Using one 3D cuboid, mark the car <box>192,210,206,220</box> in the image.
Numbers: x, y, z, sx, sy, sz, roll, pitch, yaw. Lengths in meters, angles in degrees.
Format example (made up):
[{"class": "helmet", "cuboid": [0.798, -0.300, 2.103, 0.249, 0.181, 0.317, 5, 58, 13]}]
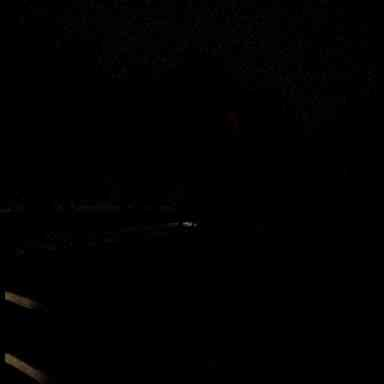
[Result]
[{"class": "car", "cuboid": [1.817, 2.346, 34.160, 1.812, 1.442, 4.674, 1, -1, 36]}]
